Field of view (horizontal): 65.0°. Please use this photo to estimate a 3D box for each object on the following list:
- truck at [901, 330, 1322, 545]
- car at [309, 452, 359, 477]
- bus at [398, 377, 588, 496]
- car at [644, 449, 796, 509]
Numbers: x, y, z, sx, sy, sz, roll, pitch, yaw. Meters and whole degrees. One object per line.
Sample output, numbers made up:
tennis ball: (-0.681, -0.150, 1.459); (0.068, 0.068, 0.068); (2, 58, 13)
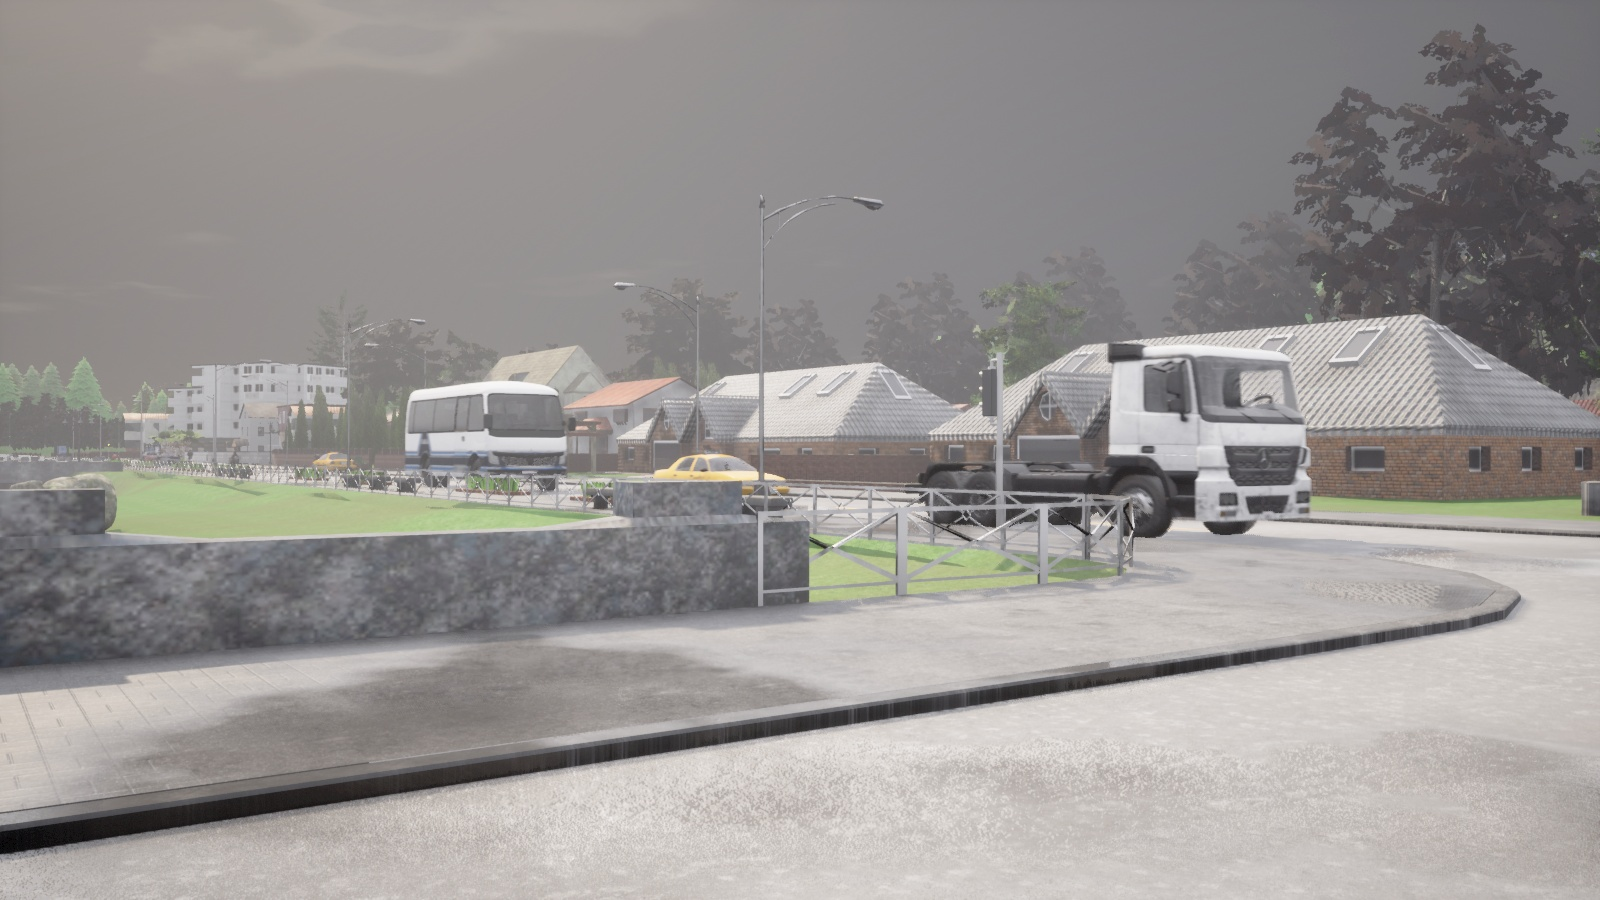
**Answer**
truck: (5.597, -0.190, 24.220); (2.891, 3.462, 7.936); (0, 0, -35)
car: (-31.251, 0.956, 84.126); (1.801, 1.575, 5.366); (0, 0, -35)
bus: (-12.496, -0.482, 50.191); (3.944, 4.253, 10.273); (0, 0, -35)
car: (-2.377, 0.776, 35.660); (1.801, 1.575, 5.366); (0, 0, -35)
